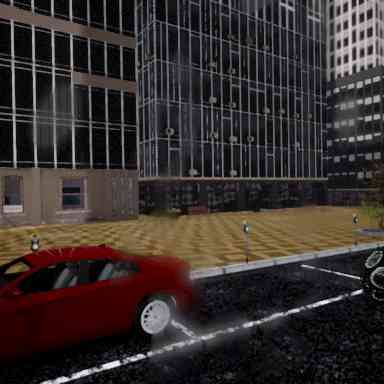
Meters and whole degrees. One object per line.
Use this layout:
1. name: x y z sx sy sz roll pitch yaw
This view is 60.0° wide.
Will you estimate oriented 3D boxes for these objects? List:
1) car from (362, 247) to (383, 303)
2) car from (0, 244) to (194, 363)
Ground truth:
1. car: 5.655 1.350 7.035 4.553 1.767 2.097 0 0 -33
2. car: -2.094 1.545 5.062 4.507 1.381 1.887 0 -1 -33
